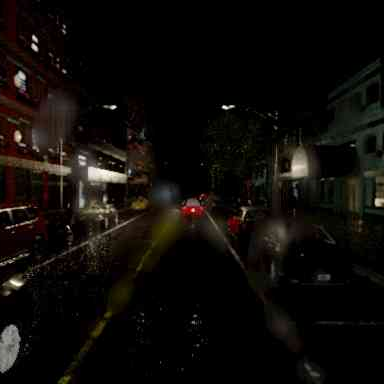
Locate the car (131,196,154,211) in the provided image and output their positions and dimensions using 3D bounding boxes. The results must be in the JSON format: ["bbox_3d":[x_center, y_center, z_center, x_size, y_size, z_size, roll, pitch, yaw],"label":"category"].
[{"bbox_3d":[-5.715,1.304,37.258,1.752,1.417,4.829,0,0,0],"label":"car"}]

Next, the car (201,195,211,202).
[{"bbox_3d":[2.650,1.216,65.913,1.802,1.307,4.206,0,0,0],"label":"car"}]

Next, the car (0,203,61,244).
[{"bbox_3d":[-5.698,1.257,8.943,2.192,1.841,5.009,0,0,0],"label":"car"}]

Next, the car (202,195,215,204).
[{"bbox_3d":[2.656,1.232,54.519,1.887,1.381,4.507,0,0,0],"label":"car"}]

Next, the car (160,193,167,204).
[{"bbox_3d":[-5.724,1.253,54.517,1.947,1.339,4.313,0,0,0],"label":"car"}]

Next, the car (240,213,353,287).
[{"bbox_3d":[2.683,1.493,8.947,2.008,1.369,4.403,0,0,0],"label":"car"}]

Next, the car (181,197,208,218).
[{"bbox_3d":[0.081,1.394,28.058,1.994,1.385,4.181,0,0,0],"label":"car"}]

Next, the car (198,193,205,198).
[{"bbox_3d":[2.633,1.080,94.396,1.947,1.339,4.313,0,0,0],"label":"car"}]

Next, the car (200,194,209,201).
[{"bbox_3d":[2.646,1.154,71.610,1.887,1.381,4.507,0,0,0],"label":"car"}]

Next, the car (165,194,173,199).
[{"bbox_3d":[-5.741,1.142,83.003,1.802,1.307,4.206,0,0,0],"label":"car"}]

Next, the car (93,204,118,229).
[{"bbox_3d":[-5.704,1.425,20.337,2.008,1.369,4.403,0,0,0],"label":"car"}]

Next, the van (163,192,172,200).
[{"bbox_3d":[-5.735,0.950,71.608,1.690,1.788,3.998,0,0,0],"label":"van"}]

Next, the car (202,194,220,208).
[{"bbox_3d":[2.663,1.297,43.128,2.008,1.369,4.403,0,0,0],"label":"car"}]

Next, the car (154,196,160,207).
[{"bbox_3d":[-5.717,1.291,43.125,1.887,1.381,4.507,0,0,0],"label":"car"}]

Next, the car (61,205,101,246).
[{"bbox_3d":[-5.701,1.473,14.641,1.947,1.339,4.313,0,0,0],"label":"car"}]

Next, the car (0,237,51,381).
[{"bbox_3d":[-3.101,1.487,2.595,1.837,1.490,4.892,0,0,0],"label":"car"}]

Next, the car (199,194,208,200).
[{"bbox_3d":[2.643,1.151,77.307,1.947,1.339,4.313,0,0,0],"label":"car"}]

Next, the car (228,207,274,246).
[{"bbox_3d":[2.679,1.348,14.643,1.967,1.590,4.097,0,0,0],"label":"car"}]

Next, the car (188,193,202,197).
[{"bbox_3d":[0.073,1.229,44.709,2.128,1.511,4.902,0,0,0],"label":"car"}]
